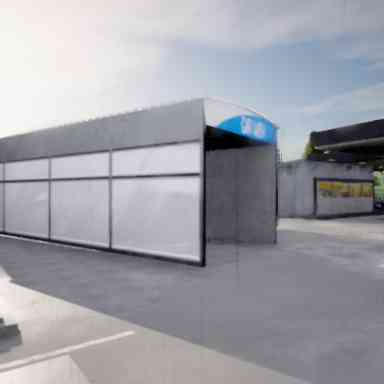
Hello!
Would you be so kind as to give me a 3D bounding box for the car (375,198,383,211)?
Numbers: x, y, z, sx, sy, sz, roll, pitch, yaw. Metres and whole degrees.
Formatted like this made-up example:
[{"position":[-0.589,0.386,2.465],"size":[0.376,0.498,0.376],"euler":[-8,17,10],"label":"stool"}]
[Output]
[{"position":[23.615,1.561,41.877],"size":[4.611,1.667,2.242],"euler":[0,0,-36],"label":"car"}]
